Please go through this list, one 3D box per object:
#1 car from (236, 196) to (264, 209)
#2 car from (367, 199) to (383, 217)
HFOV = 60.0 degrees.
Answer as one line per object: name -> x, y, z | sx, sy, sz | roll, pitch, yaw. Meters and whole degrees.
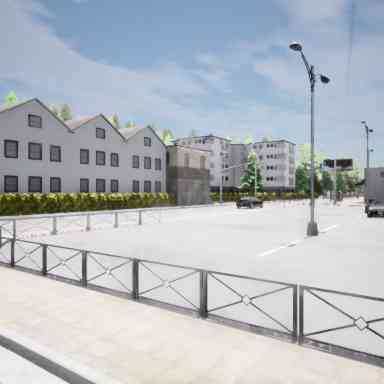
car -> 7.360, 1.286, 41.957 | 1.882, 1.535, 5.008 | 0, 0, 35
car -> 15.416, 1.298, 26.814 | 2.007, 1.523, 4.514 | 0, 0, 35
